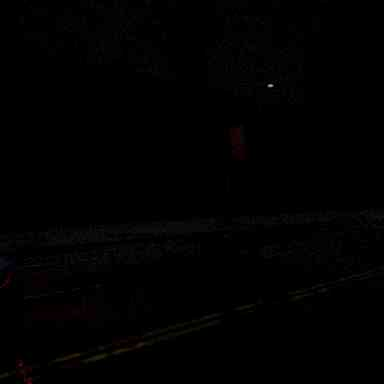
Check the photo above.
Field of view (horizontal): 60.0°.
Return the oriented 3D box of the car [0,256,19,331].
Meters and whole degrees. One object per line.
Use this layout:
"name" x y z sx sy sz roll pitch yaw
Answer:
"car" -4.978 1.486 4.124 5.008 1.535 1.882 0 0 -36
